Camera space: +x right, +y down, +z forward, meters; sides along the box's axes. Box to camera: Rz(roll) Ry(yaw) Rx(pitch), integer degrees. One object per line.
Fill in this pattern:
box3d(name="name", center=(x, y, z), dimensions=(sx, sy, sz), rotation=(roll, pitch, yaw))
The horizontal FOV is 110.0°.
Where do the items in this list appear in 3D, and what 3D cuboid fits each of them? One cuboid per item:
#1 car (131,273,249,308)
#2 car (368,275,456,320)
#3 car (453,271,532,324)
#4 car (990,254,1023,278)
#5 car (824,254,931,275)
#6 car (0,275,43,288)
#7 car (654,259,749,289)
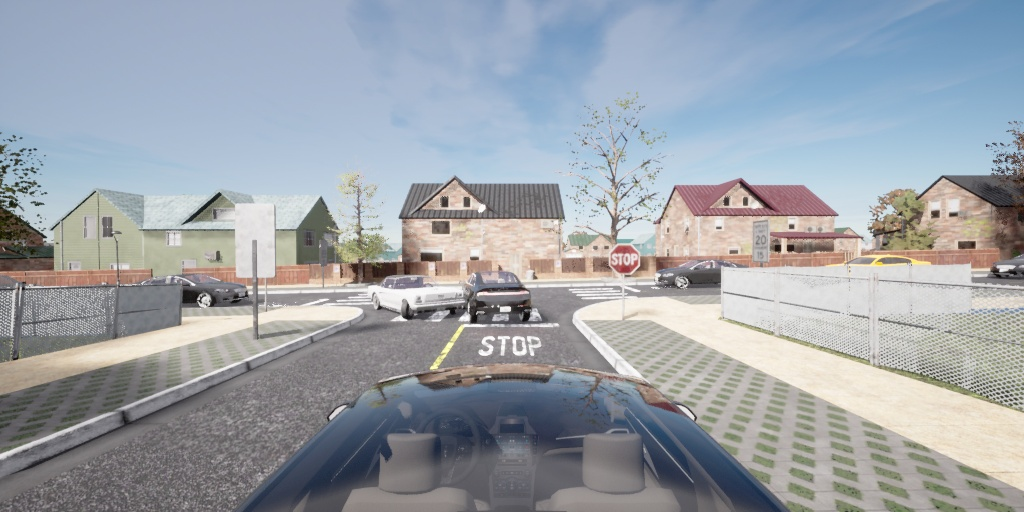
box3d(name="car", center=(-14.900, 1.566, 16.512), dimensions=(4.902, 1.511, 2.128), rotation=(-1, 1, 0))
box3d(name="car", center=(-3.600, 1.368, 13.015), dimensions=(1.895, 1.301, 4.718), rotation=(0, 0, -38))
box3d(name="car", center=(-0.684, 1.243, 12.155), dimensions=(2.128, 1.511, 4.902), rotation=(0, 0, -12))
box3d(name="car", center=(29.388, 0.478, 19.632), dimensions=(4.902, 1.511, 2.128), rotation=(-1, 1, 0))
box3d(name="car", center=(19.764, 0.690, 19.597), dimensions=(5.008, 1.535, 1.882), rotation=(-1, 1, -1))
box3d(name="car", center=(-24.237, 1.648, 16.473), dimensions=(4.553, 1.767, 2.097), rotation=(-1, 1, 0))
box3d(name="car", center=(10.333, 0.926, 19.562), dimensions=(4.902, 1.511, 2.128), rotation=(-1, 1, 0))
